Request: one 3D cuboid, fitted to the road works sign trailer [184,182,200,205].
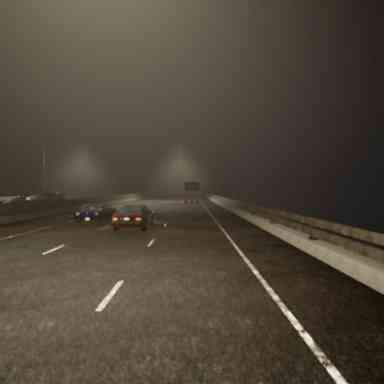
[{"bbox_3d":[0.005,0.195,52.162,2.380,3.560,2.880,0,0,0],"label":"road works sign trailer"}]

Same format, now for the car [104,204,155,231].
[{"bbox_3d":[-3.400,1.452,19.831,2.033,1.411,5.357,0,0,0],"label":"car"}]

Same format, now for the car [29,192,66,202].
[{"bbox_3d":[-17.581,1.014,41.498,2.150,2.045,5.566,0,0,0],"label":"car"}]

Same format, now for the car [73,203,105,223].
[{"bbox_3d":[-6.898,1.484,24.153,1.895,1.301,4.718,0,0,0],"label":"car"}]

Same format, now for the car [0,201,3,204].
[{"bbox_3d":[-24.584,1.405,39.256,1.895,1.301,4.718,0,0,0],"label":"car"}]

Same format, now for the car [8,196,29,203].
[{"bbox_3d":[-21.079,1.283,41.496,2.128,1.511,4.902,0,0,0],"label":"car"}]
